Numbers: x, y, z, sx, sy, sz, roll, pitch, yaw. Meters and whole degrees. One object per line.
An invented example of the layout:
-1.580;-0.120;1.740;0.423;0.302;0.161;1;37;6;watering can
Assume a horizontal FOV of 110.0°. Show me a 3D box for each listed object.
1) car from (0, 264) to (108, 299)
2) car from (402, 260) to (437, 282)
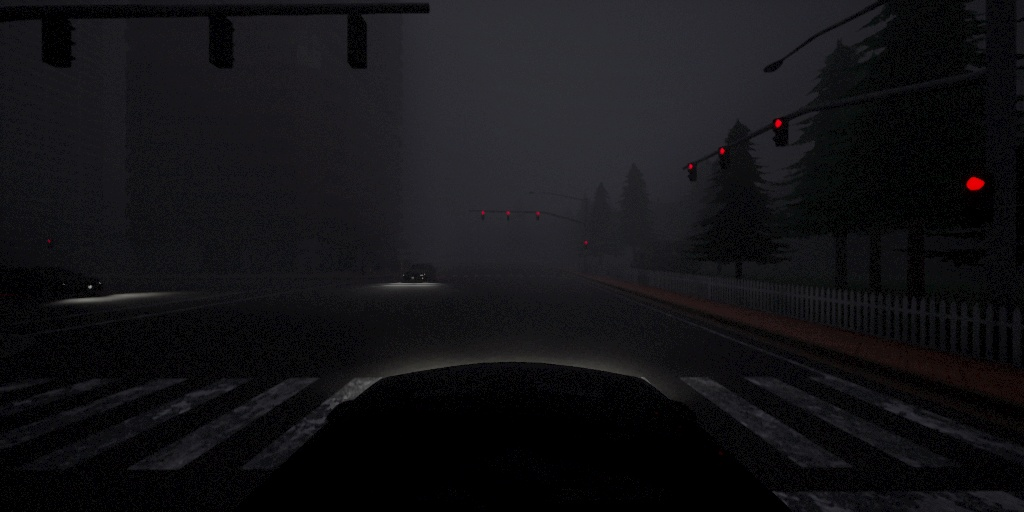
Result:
-23.226;1.277;17.696;4.892;1.490;1.837;0;0;0;car
-7.287;1.304;28.625;1.837;1.490;4.892;-1;1;0;car
